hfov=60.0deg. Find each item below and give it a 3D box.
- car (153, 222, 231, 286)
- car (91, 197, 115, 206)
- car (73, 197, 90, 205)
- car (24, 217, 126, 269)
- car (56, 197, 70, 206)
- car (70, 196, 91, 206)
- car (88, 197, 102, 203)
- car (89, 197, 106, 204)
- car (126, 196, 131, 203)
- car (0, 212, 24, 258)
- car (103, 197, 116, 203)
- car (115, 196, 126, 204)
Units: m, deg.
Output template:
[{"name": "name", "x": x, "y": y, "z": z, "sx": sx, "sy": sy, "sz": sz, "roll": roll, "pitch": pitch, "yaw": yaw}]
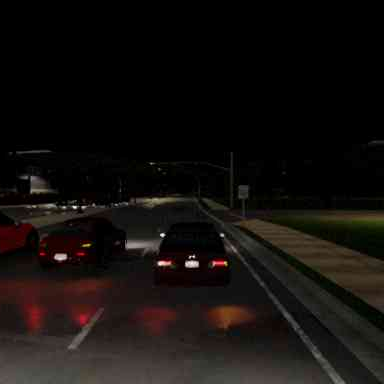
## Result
[{"name": "car", "x": 0.006, "y": 1.587, "z": 9.561, "sx": 2.033, "sy": 1.411, "sz": 5.357, "roll": 0, "pitch": 0, "yaw": 0}, {"name": "car", "x": -16.337, "y": 1.795, "z": 61.420, "sx": 2.033, "sy": 1.411, "sz": 5.357, "roll": 0, "pitch": 0, "yaw": 1}, {"name": "car", "x": -23.293, "y": 1.809, "z": 70.318, "sx": 2.128, "sy": 1.511, "sz": 4.902, "roll": 0, "pitch": 0, "yaw": 0}, {"name": "car", "x": -3.498, "y": 1.571, "z": 11.187, "sx": 1.812, "sy": 1.442, "sz": 4.674, "roll": 0, "pitch": 0, "yaw": 0}, {"name": "car", "x": -23.328, "y": 1.752, "z": 61.193, "sx": 1.837, "sy": 1.490, "sz": 4.892, "roll": 0, "pitch": 0, "yaw": 1}, {"name": "car", "x": -19.840, "y": 1.597, "z": 60.652, "sx": 2.097, "sy": 1.767, "sz": 4.553, "roll": 0, "pitch": 0, "yaw": 0}, {"name": "car", "x": -23.293, "y": 1.876, "z": 80.078, "sx": 1.994, "sy": 1.385, "sz": 4.181, "roll": 0, "pitch": 0, "yaw": 0}, {"name": "car", "x": -19.793, "y": 1.823, "z": 70.063, "sx": 2.033, "sy": 1.411, "sz": 5.357, "roll": 0, "pitch": 0, "yaw": 0}, {"name": "car", "x": -16.294, "y": 1.829, "z": 81.659, "sx": 1.837, "sy": 1.490, "sz": 4.892, "roll": 0, "pitch": 0, "yaw": 0}, {"name": "car", "x": -7.002, "y": 1.396, "z": 11.086, "sx": 2.097, "sy": 1.767, "sz": 4.553, "roll": 0, "pitch": 0, "yaw": 0}, {"name": "car", "x": -19.793, "y": 1.918, "z": 80.019, "sx": 1.895, "sy": 1.301, "sz": 4.718, "roll": 0, "pitch": 0, "yaw": 0}, {"name": "car", "x": -16.293, "y": 1.829, "z": 71.481, "sx": 2.033, "sy": 1.411, "sz": 5.357, "roll": 0, "pitch": 0, "yaw": 0}]
